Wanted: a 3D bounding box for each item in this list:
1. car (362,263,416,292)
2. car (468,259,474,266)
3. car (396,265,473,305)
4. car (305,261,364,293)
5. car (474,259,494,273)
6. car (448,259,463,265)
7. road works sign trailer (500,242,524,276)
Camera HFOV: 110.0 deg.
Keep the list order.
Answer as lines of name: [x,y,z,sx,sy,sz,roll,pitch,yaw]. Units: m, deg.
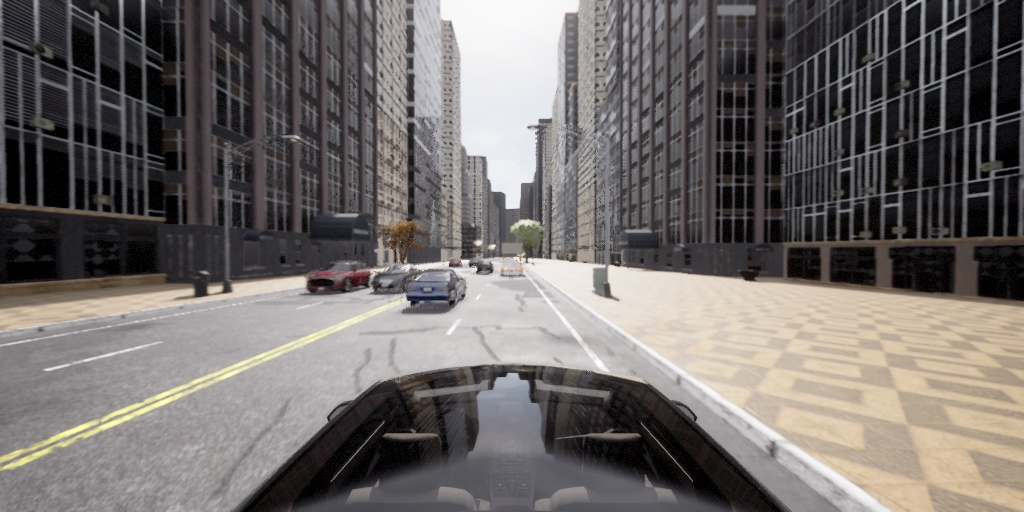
car: [-6.606,1.238,21.136,2.128,1.511,4.902,0,0,0]
car: [-6.557,1.217,63.571,1.882,1.535,5.008,0,0,0]
car: [-3.160,1.295,15.889,2.033,1.411,5.357,0,0,0]
car: [-9.856,1.098,20.776,2.097,1.767,4.553,0,0,0]
car: [-3.177,1.271,43.525,1.812,1.442,4.674,0,0,0]
car: [-9.805,1.229,62.400,1.882,1.535,5.008,0,0,0]
road works sign trailer: [-0.007,0.211,37.969,2.380,3.560,2.880,0,0,1]
